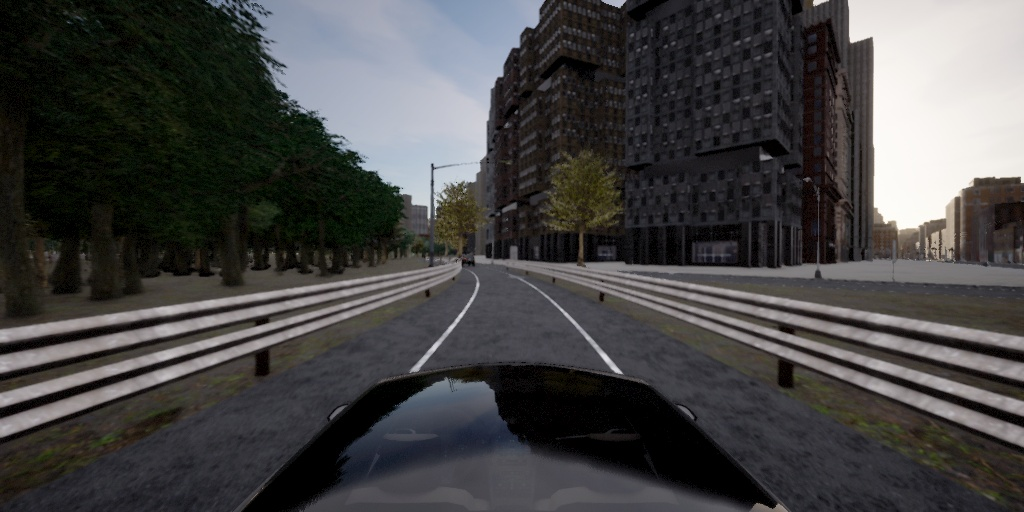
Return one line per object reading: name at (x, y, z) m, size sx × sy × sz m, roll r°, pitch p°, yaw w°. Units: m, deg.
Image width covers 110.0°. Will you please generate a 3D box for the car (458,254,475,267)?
car at (-7.657, 0.690, 60.041) m, size 2.150 × 2.045 × 5.566 m, roll 0°, pitch 0°, yaw -19°
